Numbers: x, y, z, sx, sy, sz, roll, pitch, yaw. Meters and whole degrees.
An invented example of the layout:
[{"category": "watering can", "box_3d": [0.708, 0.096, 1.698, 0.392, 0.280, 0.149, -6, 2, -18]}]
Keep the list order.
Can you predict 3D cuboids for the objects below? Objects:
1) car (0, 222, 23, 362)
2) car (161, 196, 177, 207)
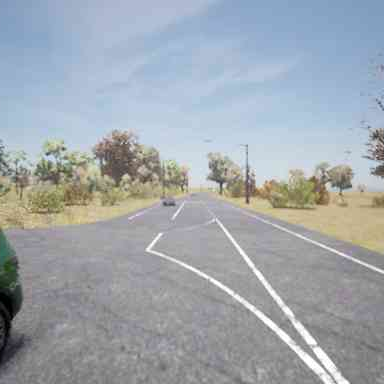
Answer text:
[{"category": "car", "box_3d": [-3.499, 1.217, 2.505, 2.150, 2.045, 5.566, 0, 0, 0]}, {"category": "car", "box_3d": [-3.248, 1.343, 47.536, 1.837, 1.490, 4.892, 0, 0, 0]}]
